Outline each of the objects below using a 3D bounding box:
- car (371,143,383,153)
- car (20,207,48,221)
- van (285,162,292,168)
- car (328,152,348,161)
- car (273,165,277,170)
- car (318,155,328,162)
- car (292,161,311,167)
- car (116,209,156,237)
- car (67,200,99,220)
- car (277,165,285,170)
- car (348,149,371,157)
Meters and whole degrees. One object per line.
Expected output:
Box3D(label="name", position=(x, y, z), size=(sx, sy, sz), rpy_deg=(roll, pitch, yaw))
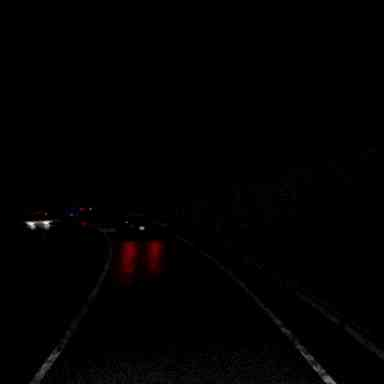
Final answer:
Box3D(label="car", position=(21.725, -4.670, 35.456), size=(2.185, 1.767, 4.553), rpy_deg=(0, 1, -1))
Box3D(label="car", position=(-18.026, 2.468, 37.871), size=(1.882, 1.535, 5.008), rpy_deg=(-1, -2, -42))
Box3D(label="van", position=(21.212, -5.365, 68.550), size=(1.878, 1.987, 4.442), rpy_deg=(0, 1, -1))
Box3D(label="car", position=(21.552, -4.884, 46.622), size=(2.185, 1.767, 4.553), rpy_deg=(0, 1, -1))
Box3D(label="car", position=(21.040, -5.554, 79.678), size=(2.435, 2.045, 5.566), rpy_deg=(0, 1, -1))
Box3D(label="car", position=(21.467, -4.986, 52.141), size=(2.185, 1.767, 4.553), rpy_deg=(0, 1, -1))
Box3D(label="car", position=(21.295, -5.052, 63.157), size=(2.231, 1.521, 4.892), rpy_deg=(0, 1, -1))
Box3D(label="car", position=(-3.349, 1.736, 19.523), size=(1.812, 1.442, 4.674), rpy_deg=(0, -1, -18))
Box3D(label="car", position=(-11.932, 1.938, 36.207), size=(2.150, 2.045, 5.566), rpy_deg=(-1, -1, -35))
Box3D(label="car", position=(21.126, -5.185, 74.196), size=(2.002, 1.452, 4.674), rpy_deg=(0, 1, -1))
Box3D(label="car", position=(21.640, -4.610, 40.951), size=(2.002, 1.452, 4.674), rpy_deg=(0, 1, -1))
